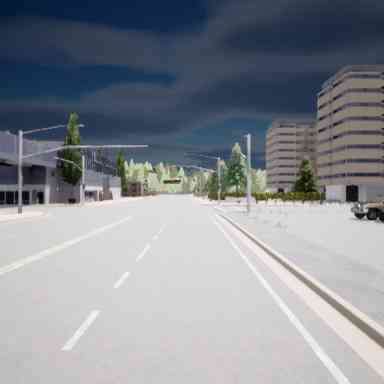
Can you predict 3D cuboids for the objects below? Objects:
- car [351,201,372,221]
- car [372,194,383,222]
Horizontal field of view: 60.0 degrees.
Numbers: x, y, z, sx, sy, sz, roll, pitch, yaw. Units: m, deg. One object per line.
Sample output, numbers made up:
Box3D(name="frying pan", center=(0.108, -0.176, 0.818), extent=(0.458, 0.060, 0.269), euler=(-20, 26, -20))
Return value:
Box3D(name="car", center=(14.269, 1.113, 24.431), extent=(4.605, 1.855, 1.932), euler=(0, 0, -2))
Box3D(name="car", center=(14.289, 1.116, 21.536), extent=(3.866, 1.878, 1.905), euler=(0, 0, -2))
